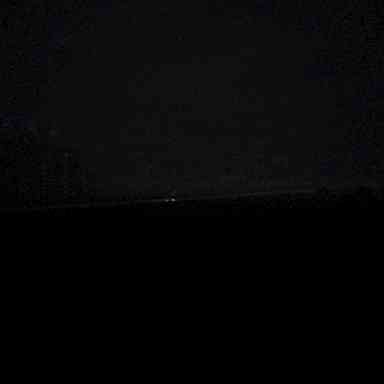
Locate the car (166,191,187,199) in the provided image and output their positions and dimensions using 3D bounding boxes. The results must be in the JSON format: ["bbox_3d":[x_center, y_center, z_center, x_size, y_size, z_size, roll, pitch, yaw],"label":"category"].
[{"bbox_3d":[-2.805,0.538,61.309,1.812,1.442,4.674,0,1,35],"label":"car"}]
